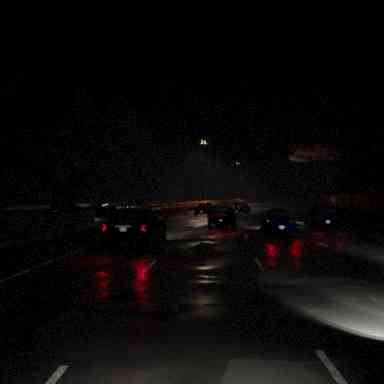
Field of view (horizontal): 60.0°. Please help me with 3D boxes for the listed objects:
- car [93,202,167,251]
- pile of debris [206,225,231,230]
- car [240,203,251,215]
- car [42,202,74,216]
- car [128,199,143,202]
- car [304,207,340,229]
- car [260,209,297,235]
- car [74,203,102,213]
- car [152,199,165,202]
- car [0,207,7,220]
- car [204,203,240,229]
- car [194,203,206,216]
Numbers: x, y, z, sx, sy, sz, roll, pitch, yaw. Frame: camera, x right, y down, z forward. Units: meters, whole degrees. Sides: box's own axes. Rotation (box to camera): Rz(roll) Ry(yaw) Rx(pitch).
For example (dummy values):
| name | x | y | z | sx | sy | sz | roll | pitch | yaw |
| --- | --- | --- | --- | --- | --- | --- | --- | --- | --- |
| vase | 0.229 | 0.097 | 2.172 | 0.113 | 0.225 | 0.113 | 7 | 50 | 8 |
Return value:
| name | x | y | z | sx | sy | sz | roll | pitch | yaw |
| --- | --- | --- | --- | --- | --- | --- | --- | --- | --- |
| car | -2.478 | 1.508 | 15.102 | 2.097 | 1.767 | 4.553 | 0 | -1 | 6 |
| pile of debris | 1.840 | 2.428 | 22.718 | 1.500 | 0.140 | 1.860 | 0 | -1 | 9 |
| car | 6.194 | 2.016 | 41.405 | 2.033 | 1.411 | 5.357 | 0 | -1 | 16 |
| car | -13.633 | 1.811 | 35.085 | 1.882 | 1.535 | 5.008 | 0 | -1 | 13 |
| car | -11.660 | 2.212 | 67.727 | 2.128 | 1.511 | 4.902 | 0 | -1 | 17 |
| car | 9.383 | 1.820 | 24.248 | 1.812 | 1.442 | 4.674 | 0 | -1 | 10 |
| car | 5.214 | 1.764 | 20.368 | 1.812 | 1.442 | 4.674 | 0 | -1 | 8 |
| car | -9.947 | 1.899 | 35.608 | 2.033 | 1.411 | 5.357 | 0 | -1 | 13 |
| car | -7.243 | 2.226 | 70.274 | 2.128 | 1.511 | 4.902 | 0 | -1 | 17 |
| car | -18.374 | 1.780 | 29.215 | 1.812 | 1.442 | 4.674 | 0 | -1 | 10 |
| car | 2.290 | 1.743 | 24.191 | 1.882 | 1.535 | 5.008 | 0 | -1 | 9 |
| car | 1.571 | 1.939 | 37.729 | 1.812 | 1.442 | 4.674 | 0 | -1 | 14 |
